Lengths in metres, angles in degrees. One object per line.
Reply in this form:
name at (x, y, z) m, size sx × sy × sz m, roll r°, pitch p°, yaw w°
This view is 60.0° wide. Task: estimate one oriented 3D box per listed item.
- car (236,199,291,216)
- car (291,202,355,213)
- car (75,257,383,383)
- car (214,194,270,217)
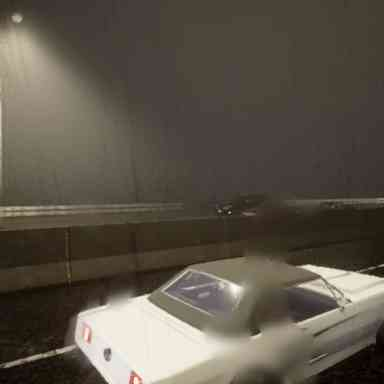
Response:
car at (5.875, 1.503, 25.220) m, size 4.674 × 1.442 × 1.812 m, roll 0°, pitch 0°, yaw -35°
car at (9.658, 1.468, 23.599) m, size 4.902 × 1.511 × 2.128 m, roll 0°, pitch 0°, yaw -35°
car at (1.071, 1.597, 4.497) m, size 4.718 × 1.301 × 1.895 m, roll 0°, pitch 0°, yaw -35°
car at (4.526, 1.197, 28.561) m, size 5.566 × 2.045 × 2.150 m, roll 0°, pitch 0°, yaw -35°
